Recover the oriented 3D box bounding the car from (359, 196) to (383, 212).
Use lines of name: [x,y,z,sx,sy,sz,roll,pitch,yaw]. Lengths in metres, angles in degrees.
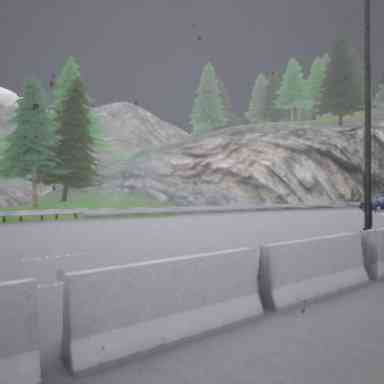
car: [19.660,1.176,34.561,5.008,1.535,1.882,0,0,-24]
